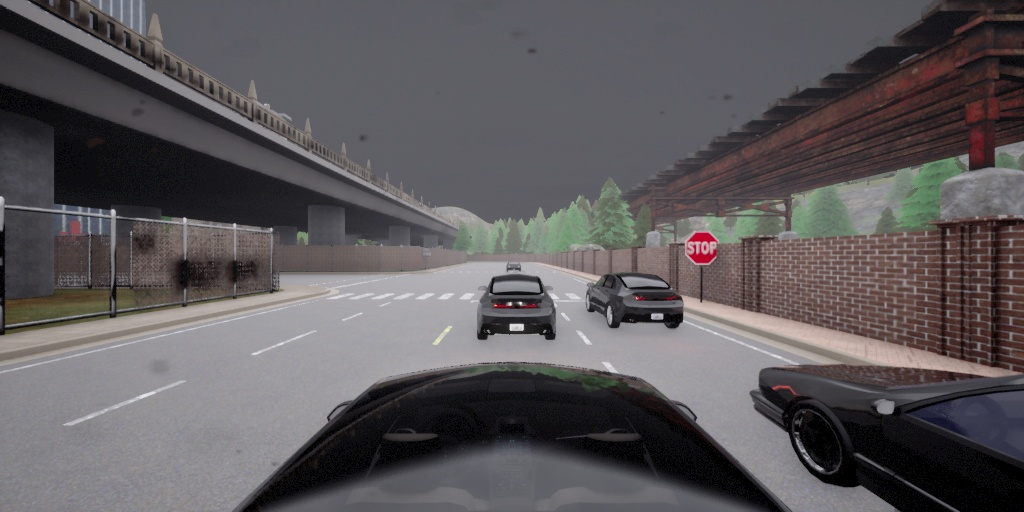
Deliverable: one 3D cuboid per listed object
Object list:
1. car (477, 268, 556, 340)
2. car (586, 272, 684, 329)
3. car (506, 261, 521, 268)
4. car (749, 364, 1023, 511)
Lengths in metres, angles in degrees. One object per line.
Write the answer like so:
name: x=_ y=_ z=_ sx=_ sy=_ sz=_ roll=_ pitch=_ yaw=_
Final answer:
car: x=0.105 y=1.254 z=9.948 sx=1.837 sy=1.490 sz=4.892 roll=0 pitch=0 yaw=0
car: x=3.607 y=1.254 z=11.305 sx=1.837 sy=1.490 sz=4.892 roll=0 pitch=0 yaw=0
car: x=0.217 y=1.347 z=46.238 sx=1.895 sy=1.301 sz=4.718 roll=0 pitch=0 yaw=-1
car: x=3.600 y=1.297 z=1.558 sx=2.033 sy=1.411 sz=5.357 roll=0 pitch=0 yaw=0
